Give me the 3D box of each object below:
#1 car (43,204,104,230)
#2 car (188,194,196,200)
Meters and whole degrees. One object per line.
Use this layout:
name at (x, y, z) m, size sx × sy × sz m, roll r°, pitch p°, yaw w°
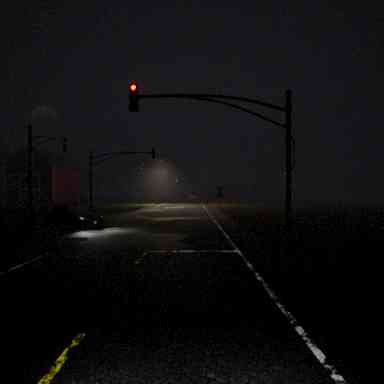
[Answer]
car at (-7.577, 1.493, 21.029) m, size 4.674 × 1.442 × 1.812 m, roll 1°, pitch 0°, yaw 36°
car at (0.067, 1.242, 86.583) m, size 2.097 × 1.767 × 4.553 m, roll 0°, pitch 0°, yaw 0°
